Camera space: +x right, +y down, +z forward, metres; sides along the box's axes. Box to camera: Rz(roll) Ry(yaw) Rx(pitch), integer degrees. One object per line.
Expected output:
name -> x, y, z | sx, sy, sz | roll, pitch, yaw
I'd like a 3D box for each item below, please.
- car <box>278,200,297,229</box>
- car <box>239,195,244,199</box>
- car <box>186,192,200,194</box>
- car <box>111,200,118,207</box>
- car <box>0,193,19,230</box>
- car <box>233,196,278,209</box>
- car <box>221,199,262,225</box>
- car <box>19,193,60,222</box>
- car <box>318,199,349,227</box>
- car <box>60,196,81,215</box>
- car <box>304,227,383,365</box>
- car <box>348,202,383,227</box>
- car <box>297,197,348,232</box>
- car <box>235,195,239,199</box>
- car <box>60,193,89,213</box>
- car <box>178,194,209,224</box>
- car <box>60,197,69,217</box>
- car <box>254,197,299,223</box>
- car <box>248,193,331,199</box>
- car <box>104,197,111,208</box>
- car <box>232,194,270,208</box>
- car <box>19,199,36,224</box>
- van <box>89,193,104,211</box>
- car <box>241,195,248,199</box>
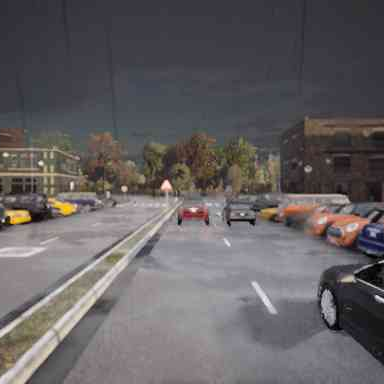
car -> 7.644, 1.380, 18.360 | 5.008, 1.535, 2.097 | 0, 0, 0
car -> 7.605, 1.187, 34.907 | 4.553, 1.767, 2.185 | 0, 0, 0
car -> 0.122, 1.008, 40.699 | 2.150, 2.045, 5.566 | 0, 0, 0
car -> -12.488, 1.275, 45.023 | 4.792, 1.488, 2.163 | 0, 1, 0
car -> -12.507, 1.132, 17.221 | 5.566, 2.045, 2.435 | 0, 0, 0
car -> 7.641, 1.278, 40.421 | 5.008, 1.535, 2.097 | 0, 0, 0
car -> 3.103, 1.430, 22.826 | 2.033, 1.411, 5.357 | 0, 0, 0
car -> -12.561, 1.112, 22.906 | 5.566, 2.045, 2.435 | 0, 0, 0
car -> 7.670, 1.279, 12.845 | 4.553, 1.767, 2.185 | 0, 0, 0
car -> -12.523, 1.346, 28.339 | 5.008, 1.535, 2.097 | 0, 0, 0
car -> 3.100, 1.479, 3.884 | 1.837, 1.490, 4.892 | 0, 0, 0
car -> 7.608, 1.293, 10.087 | 4.553, 1.767, 2.185 | 0, 0, 0
car -> 7.670, 1.266, 15.602 | 4.553, 1.767, 2.185 | 0, 0, 0
car -> 7.633, 1.336, 37.666 | 4.674, 1.452, 2.002 | 0, 0, 0
car -> -12.557, 1.212, 31.243 | 4.553, 1.767, 2.185 | 0, 0, 0
car -> 0.097, 1.230, 23.615 | 2.097, 1.767, 4.553 | 0, 0, 0
car -> -12.536, 1.356, 25.685 | 4.892, 1.521, 2.231 | 0, 0, 0
car -> 7.452, 1.355, 23.875 | 5.366, 1.575, 1.946 | 0, 0, 0
car -> 7.666, 1.097, 26.631 | 5.566, 2.045, 2.435 | 0, 0, 0
car -> -12.552, 1.168, 39.587 | 4.553, 1.767, 2.185 | 0, 0, 0
car -> 7.604, 1.131, 43.183 | 4.553, 1.767, 2.185 | 0, 0, 0
car -> -12.719, 1.369, 20.126 | 5.366, 1.575, 1.946 | 0, 0, 0
van -> -12.406, 1.089, 36.678 | 4.442, 1.987, 1.878 | 0, 0, 0
car -> 7.643, 1.328, 32.146 | 4.892, 1.521, 2.231 | 0, 0, 0
